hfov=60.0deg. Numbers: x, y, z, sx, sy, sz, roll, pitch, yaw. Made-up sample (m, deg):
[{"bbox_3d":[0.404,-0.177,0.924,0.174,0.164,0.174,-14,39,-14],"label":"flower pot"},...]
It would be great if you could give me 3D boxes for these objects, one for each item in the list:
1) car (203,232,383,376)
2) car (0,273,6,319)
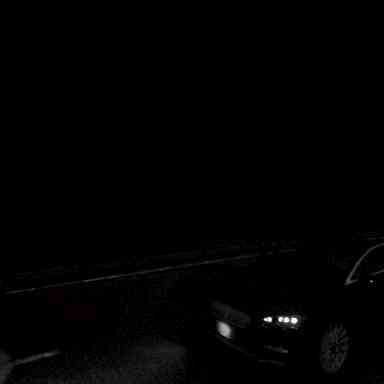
[{"bbox_3d":[2.442,1.491,5.623,4.902,1.511,2.128,0,0,-34],"label":"car"},{"bbox_3d":[-5.010,1.560,4.673,4.181,1.385,1.994,0,0,-35],"label":"car"}]
